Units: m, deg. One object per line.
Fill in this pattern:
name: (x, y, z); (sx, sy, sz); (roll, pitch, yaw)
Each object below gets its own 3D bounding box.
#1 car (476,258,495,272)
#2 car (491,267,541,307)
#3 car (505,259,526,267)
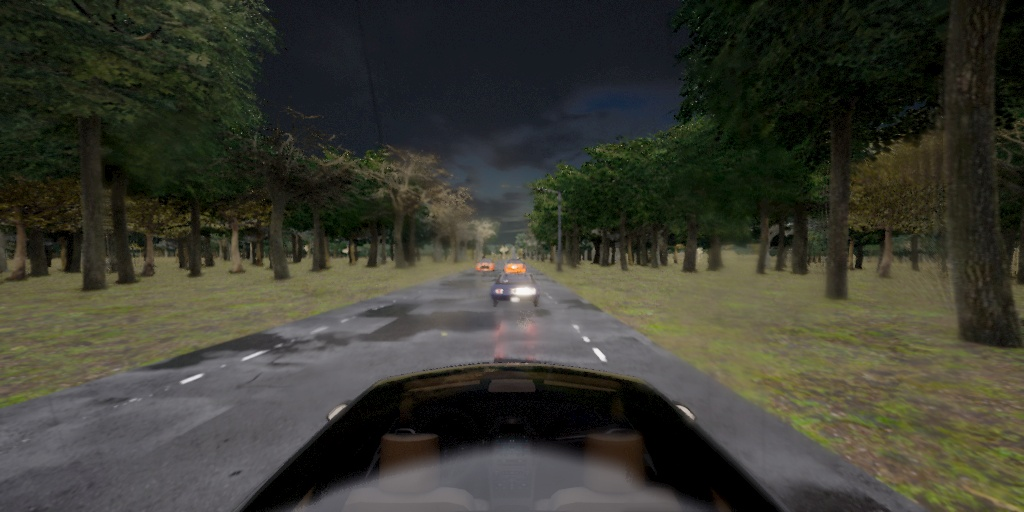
car: (-3.208, 1.084, 44.620); (2.097, 1.767, 4.553); (0, 0, 0)
car: (0.164, 1.350, 15.553); (1.895, 1.301, 4.718); (0, 0, 1)
car: (0.326, 1.086, 36.410); (2.097, 1.767, 4.553); (0, 0, 1)
